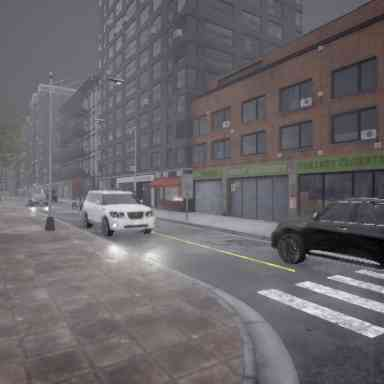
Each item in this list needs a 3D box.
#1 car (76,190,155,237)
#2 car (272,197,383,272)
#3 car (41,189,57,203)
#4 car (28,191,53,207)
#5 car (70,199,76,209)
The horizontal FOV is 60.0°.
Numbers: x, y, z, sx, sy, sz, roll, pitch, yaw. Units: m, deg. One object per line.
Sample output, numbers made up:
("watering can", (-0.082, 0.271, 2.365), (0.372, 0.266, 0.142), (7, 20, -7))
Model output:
("car", (-3.855, 0.940, 16.621), (2.150, 2.045, 5.566), (0, 1, -33))
("car", (4.680, 1.139, 8.770), (2.150, 2.045, 5.566), (0, 1, -32))
("car", (-21.927, 0.580, 50.379), (2.150, 2.045, 5.566), (0, 0, -32))
("car", (-17.683, 0.923, 38.358), (1.812, 1.442, 4.674), (0, 0, -32))
("car", (-10.525, 1.103, 32.524), (1.895, 1.301, 4.718), (0, 0, -33))
